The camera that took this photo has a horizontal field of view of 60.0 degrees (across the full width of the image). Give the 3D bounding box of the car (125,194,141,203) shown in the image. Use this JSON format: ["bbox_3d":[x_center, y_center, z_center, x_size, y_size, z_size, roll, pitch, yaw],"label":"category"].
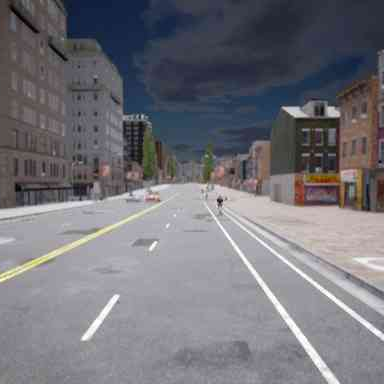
[{"bbox_3d":[-9.442,0.995,53.517,1.895,1.301,4.718,0,1,1],"label":"car"}]

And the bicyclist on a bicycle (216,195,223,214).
[{"bbox_3d":[2.425,1.100,29.124,0.659,1.776,1.843,0,1,0],"label":"bicyclist on a bicycle"}]

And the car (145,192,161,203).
[{"bbox_3d":[-6.197,0.748,53.275,2.097,1.767,4.553,0,1,1],"label":"car"}]

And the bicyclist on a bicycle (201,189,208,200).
[{"bbox_3d":[2.620,0.710,60.736,0.866,1.612,1.509,0,2,0],"label":"bicyclist on a bicycle"}]
